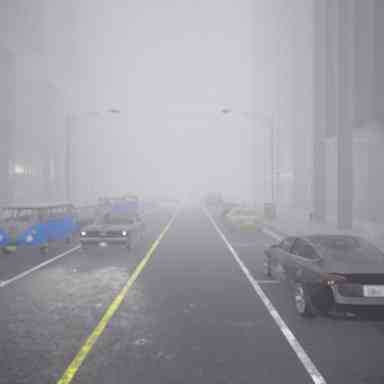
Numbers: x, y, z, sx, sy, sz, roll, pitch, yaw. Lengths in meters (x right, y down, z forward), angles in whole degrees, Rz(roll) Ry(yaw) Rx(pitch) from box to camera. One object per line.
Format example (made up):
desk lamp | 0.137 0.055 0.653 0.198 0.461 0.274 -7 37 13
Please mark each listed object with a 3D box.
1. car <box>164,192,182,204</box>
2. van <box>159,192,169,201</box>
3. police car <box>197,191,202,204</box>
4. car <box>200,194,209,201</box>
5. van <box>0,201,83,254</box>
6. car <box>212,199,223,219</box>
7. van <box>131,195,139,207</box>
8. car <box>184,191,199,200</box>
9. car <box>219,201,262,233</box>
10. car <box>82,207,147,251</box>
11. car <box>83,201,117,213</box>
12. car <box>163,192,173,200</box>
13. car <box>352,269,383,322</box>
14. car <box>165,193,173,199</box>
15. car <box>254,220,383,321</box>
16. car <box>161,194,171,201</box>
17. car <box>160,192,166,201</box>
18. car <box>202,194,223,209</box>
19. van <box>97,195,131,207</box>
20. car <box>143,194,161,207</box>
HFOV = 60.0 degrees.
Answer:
car | -3.075 1.180 55.685 1.882 1.535 5.008 0 0 0
van | -5.777 0.980 68.909 1.690 1.788 3.998 0 0 0
police car | 2.354 1.125 56.161 1.930 1.638 5.238 0 0 0
car | 2.747 1.136 74.712 1.752 1.417 4.829 0 0 0
van | -5.764 1.269 12.726 1.690 1.788 3.998 0 0 0
car | 2.758 1.432 23.974 1.947 1.339 4.313 0 0 0
van | -5.768 1.177 29.581 1.690 1.788 3.998 0 0 0
car | -0.016 0.699 74.219 2.150 2.045 5.566 0 0 0
car | 2.759 1.421 18.525 1.752 1.417 4.829 0 0 0
car | -3.103 1.522 13.857 1.895 1.301 4.718 0 0 0
car | -5.766 1.442 18.345 1.887 1.381 4.507 0 0 0
car | -5.780 0.900 80.145 2.192 1.841 5.009 0 0 0
car | 2.763 1.557 1.499 1.947 1.339 4.313 0 0 0
car | -5.781 1.085 85.595 1.752 1.417 4.829 0 0 0
car | 2.762 1.525 7.117 1.947 1.339 4.313 0 0 0
car | -5.778 1.163 74.528 2.008 1.369 4.403 0 0 0
car | -5.776 1.210 63.291 1.887 1.381 4.507 0 0 0
car | 2.754 1.091 40.829 2.192 1.841 5.009 0 0 0
van | -5.767 1.207 23.962 1.690 1.788 3.998 0 0 0
car | -5.772 1.274 46.266 1.752 1.417 4.829 0 0 0
